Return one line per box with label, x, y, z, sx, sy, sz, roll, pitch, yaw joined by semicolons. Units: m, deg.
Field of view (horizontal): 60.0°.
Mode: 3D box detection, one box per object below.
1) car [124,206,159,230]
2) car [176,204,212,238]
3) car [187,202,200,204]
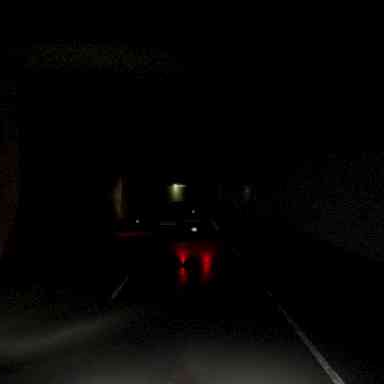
car;-3.371;1.688;23.084;1.882;1.535;5.008;0;-1;0
car;0.124;1.664;18.910;2.128;1.511;4.902;0;-1;0
car;0.147;1.841;37.004;1.837;1.490;4.892;0;-1;0
